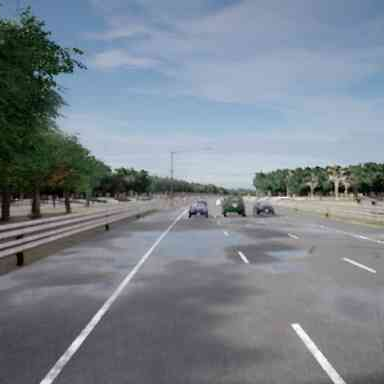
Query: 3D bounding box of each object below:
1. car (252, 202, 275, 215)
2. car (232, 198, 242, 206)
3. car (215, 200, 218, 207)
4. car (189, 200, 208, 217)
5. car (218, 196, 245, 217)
[{"bbox_3d":[7.806,1.781,36.592,1.812,1.442,4.674,0,0,2],"label":"car"},{"bbox_3d":[9.339,1.961,69.203,1.882,1.535,5.008,0,0,4],"label":"car"},{"bbox_3d":[5.363,1.948,61.299,1.812,1.442,4.674,0,0,4],"label":"car"},{"bbox_3d":[0.690,1.833,33.877,1.895,1.301,4.718,0,0,2],"label":"car"},{"bbox_3d":[4.218,1.462,34.657,2.150,2.045,5.566,0,0,2],"label":"car"}]
